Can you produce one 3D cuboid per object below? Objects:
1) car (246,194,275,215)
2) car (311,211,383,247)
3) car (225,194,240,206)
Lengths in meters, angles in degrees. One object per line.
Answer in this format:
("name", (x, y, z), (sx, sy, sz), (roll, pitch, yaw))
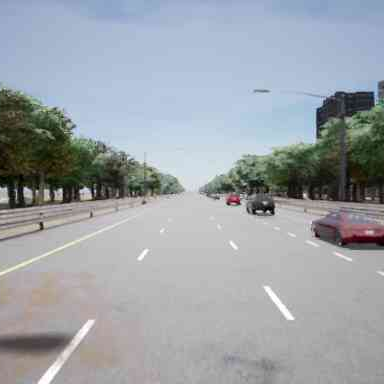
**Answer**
("car", (7.000, 1.232, 34.373), (2.150, 2.045, 5.566), (0, 0, 0))
("car", (6.999, 1.570, 15.133), (1.994, 1.385, 4.181), (0, 0, 0))
("car", (7.022, 1.277, 57.536), (2.150, 2.045, 5.566), (0, 0, 0))
